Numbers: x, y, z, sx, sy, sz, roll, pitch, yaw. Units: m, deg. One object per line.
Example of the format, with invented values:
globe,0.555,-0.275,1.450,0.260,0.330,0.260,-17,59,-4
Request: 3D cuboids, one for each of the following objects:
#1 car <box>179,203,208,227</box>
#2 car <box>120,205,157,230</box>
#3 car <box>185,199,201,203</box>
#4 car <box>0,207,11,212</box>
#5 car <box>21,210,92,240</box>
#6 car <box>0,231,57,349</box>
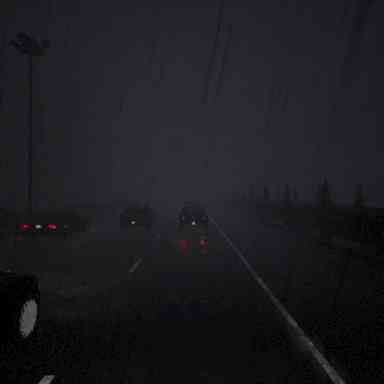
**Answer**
car,0.097,1.707,23.365,1.895,1.301,4.718,0,0,0
car,-3.403,1.590,21.752,2.128,1.511,4.902,0,0,0
car,0.095,1.693,41.549,1.837,1.490,4.892,0,0,0
car,-14.100,1.648,22.429,2.033,1.411,5.357,0,0,0
car,-6.903,1.626,17.466,2.033,1.411,5.357,0,0,0
car,-3.400,1.494,3.431,1.882,1.535,5.008,0,0,0
